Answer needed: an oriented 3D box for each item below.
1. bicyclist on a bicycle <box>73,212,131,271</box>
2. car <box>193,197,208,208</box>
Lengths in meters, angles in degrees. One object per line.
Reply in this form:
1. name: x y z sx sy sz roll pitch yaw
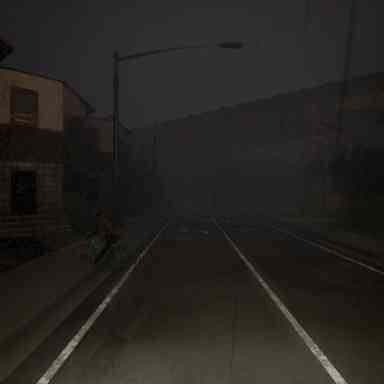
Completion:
1. bicyclist on a bicycle: -2.511 1.401 9.417 1.656 1.620 0.582 5 0 0
2. car: 1.271 1.478 47.791 1.882 1.535 5.008 0 0 7
